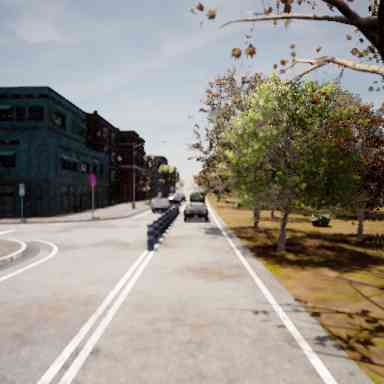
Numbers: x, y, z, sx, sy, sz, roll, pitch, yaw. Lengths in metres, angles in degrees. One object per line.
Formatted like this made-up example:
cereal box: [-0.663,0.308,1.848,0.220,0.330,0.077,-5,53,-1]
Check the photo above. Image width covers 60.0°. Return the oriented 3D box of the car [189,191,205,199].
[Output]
car: [0.758,0.980,47.301,2.150,2.045,5.566,0,0,2]

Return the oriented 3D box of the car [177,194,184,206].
car: [-2.609,1.342,49.752,1.895,1.301,4.718,0,0,2]

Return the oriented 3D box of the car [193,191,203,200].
car: [1.377,0.749,74.954,2.150,2.045,5.566,0,1,1]

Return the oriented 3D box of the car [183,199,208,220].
car: [0.325,1.503,26.743,1.895,1.301,4.718,0,0,1]

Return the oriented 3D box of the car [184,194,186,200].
car: [-2.124,1.090,65.451,1.882,1.535,5.008,0,1,2]

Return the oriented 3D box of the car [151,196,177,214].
car: [-2.995,1.403,34.252,2.033,1.411,5.357,0,0,1]
